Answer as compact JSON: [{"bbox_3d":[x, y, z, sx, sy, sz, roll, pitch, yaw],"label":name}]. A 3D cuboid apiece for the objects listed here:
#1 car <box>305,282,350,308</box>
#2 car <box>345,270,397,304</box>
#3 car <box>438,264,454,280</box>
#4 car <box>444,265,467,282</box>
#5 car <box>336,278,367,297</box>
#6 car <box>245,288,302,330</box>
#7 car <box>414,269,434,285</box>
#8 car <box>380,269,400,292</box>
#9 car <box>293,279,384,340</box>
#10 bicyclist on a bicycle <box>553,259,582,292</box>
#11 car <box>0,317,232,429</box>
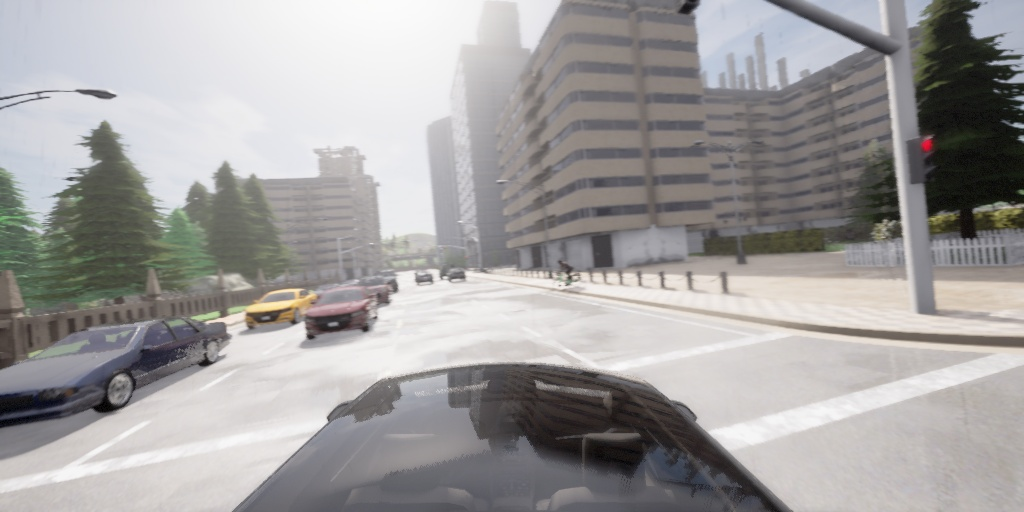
[{"bbox_3d":[-13.225,2.739,25.988,1.994,1.385,4.181,-5,0,-15],"label":"car"},{"bbox_3d":[-8.519,2.049,21.948,2.097,1.767,4.553,-5,0,-15],"label":"car"},{"bbox_3d":[-9.104,2.171,50.631,2.150,2.045,5.566,-5,0,-15],"label":"car"},{"bbox_3d":[-6.320,2.121,40.789,1.837,1.490,4.892,-5,0,-15],"label":"car"},{"bbox_3d":[-15.850,3.055,35.635,1.994,1.385,4.181,-5,0,-15],"label":"car"},{"bbox_3d":[-10.789,2.359,17.103,1.882,1.535,5.008,-5,0,-16],"label":"car"},{"bbox_3d":[-9.916,2.451,40.743,2.128,1.511,4.902,-5,0,-15],"label":"car"},{"bbox_3d":[-11.335,2.256,32.160,2.150,2.045,5.566,-5,0,-16],"label":"car"},{"bbox_3d":[-6.131,1.889,13.322,1.882,1.535,5.008,-5,0,-16],"label":"car"},{"bbox_3d":[2.741,0.943,18.258,1.656,1.620,0.582,-14,2,-15],"label":"bicyclist on a bicycle"},{"bbox_3d":[-8.172,2.115,7.641,2.033,1.411,5.357,-5,0,-15],"label":"car"}]
